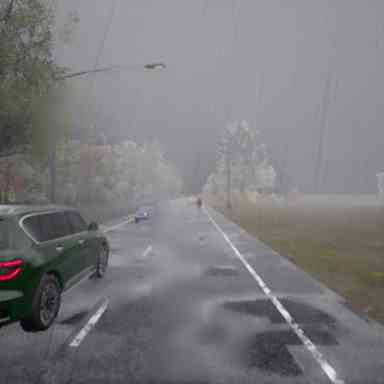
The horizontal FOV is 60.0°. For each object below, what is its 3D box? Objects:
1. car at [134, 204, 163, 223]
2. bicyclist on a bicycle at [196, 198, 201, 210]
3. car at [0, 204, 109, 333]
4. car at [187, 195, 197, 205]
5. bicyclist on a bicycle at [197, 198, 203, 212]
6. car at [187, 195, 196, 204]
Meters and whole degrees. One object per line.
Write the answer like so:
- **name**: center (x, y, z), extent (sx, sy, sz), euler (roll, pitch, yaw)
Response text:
- **car**: center (-3.419, 1.704, 26.940), extent (2.033, 1.411, 5.357), euler (0, 0, 0)
- **bicyclist on a bicycle**: center (0.934, 1.731, 47.759), extent (0.582, 1.620, 1.656), euler (0, -1, 0)
- **car**: center (-3.405, 1.263, 7.015), extent (2.150, 2.045, 5.566), euler (0, 0, 0)
- **car**: center (-0.041, 1.883, 69.436), extent (1.882, 1.535, 5.008), euler (0, 0, 0)
- **bicyclist on a bicycle**: center (0.940, 1.597, 38.975), extent (0.659, 1.776, 1.843), euler (0, 0, 0)
- **car**: center (-0.048, 1.665, 79.989), extent (2.150, 2.045, 5.566), euler (0, 0, 0)
